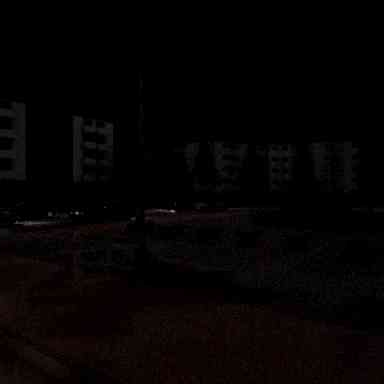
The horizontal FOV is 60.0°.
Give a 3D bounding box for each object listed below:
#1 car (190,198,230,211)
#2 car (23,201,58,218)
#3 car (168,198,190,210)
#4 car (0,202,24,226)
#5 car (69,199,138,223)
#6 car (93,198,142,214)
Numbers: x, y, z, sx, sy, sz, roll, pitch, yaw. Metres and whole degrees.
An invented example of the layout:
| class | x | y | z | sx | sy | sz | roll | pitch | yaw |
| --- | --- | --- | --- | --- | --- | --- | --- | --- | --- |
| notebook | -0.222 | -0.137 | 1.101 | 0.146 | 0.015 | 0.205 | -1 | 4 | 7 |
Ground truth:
| class | x | y | z | sx | sy | sz | roll | pitch | yaw |
| --- | --- | --- | --- | --- | --- | --- | --- | --- | --- |
| car | 2.497 | 1.597 | 40.798 | 4.718 | 1.301 | 1.895 | 0 | 0 | -37 |
| car | -13.644 | 1.500 | 27.739 | 1.837 | 1.490 | 4.892 | 0 | 0 | 34 |
| car | -0.837 | 1.500 | 42.714 | 4.892 | 1.490 | 1.837 | 0 | 0 | -37 |
| car | -13.635 | 1.521 | 21.113 | 1.812 | 1.442 | 4.674 | 0 | 0 | 33 |
| car | -6.702 | 1.544 | 25.419 | 2.033 | 1.411 | 5.357 | 0 | 0 | 33 |
| car | -7.890 | 1.473 | 35.741 | 1.882 | 1.535 | 5.008 | 0 | 0 | 40 |
